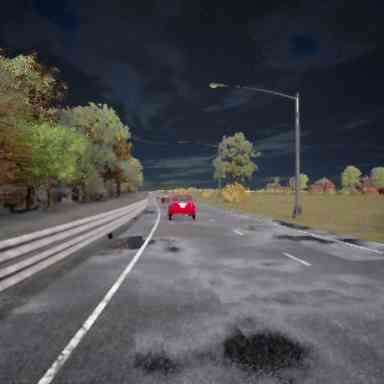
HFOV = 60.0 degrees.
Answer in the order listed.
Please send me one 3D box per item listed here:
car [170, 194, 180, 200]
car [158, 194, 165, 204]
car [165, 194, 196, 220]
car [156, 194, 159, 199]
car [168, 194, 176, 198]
[{"bbox_3d":[-4.348,1.249,84.927,2.128,1.511,4.902,0,0,-7],"label":"car"},{"bbox_3d":[-4.698,1.307,61.124,1.882,1.535,5.008,0,0,-7],"label":"car"},{"bbox_3d":[-0.917,1.155,27.916,2.150,2.045,5.566,0,0,-5],"label":"car"},{"bbox_3d":[-8.727,1.273,91.497,1.994,1.385,4.181,0,0,-7],"label":"car"},{"bbox_3d":[-5.690,1.121,95.293,1.895,1.301,4.718,0,0,-7],"label":"car"}]
